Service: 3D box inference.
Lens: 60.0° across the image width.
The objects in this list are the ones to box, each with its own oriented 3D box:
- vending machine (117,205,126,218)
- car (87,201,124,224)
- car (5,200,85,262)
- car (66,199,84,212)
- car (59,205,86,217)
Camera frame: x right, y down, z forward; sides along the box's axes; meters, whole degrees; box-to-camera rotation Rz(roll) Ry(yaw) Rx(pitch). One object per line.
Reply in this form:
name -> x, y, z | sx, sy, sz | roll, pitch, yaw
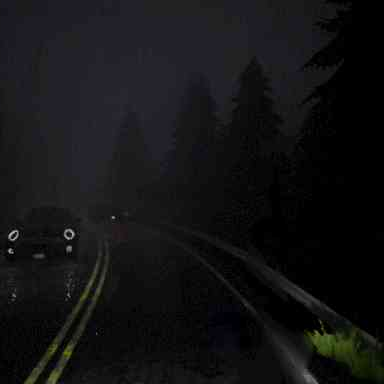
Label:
vending machine -> -12.034, 3.272, 56.571 | 1.100, 2.100, 0.880 | 4, -4, 11
car -> -6.449, 1.472, 24.613 | 1.837, 1.490, 4.892 | 2, -1, -28
car -> -5.135, 1.308, 12.062 | 2.097, 1.767, 4.553 | 1, 0, -16
car -> -14.239, 1.736, 40.667 | 1.837, 1.490, 4.892 | 1, -4, -17
car -> -19.056, 3.110, 53.392 | 2.033, 1.411, 5.357 | -1, -8, 4
